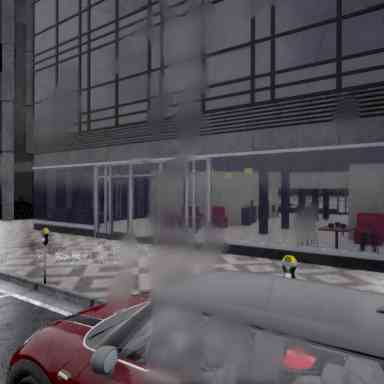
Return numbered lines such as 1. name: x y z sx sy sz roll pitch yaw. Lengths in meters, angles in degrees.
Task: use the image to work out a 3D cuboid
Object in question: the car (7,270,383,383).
1. car: 0.196 1.440 2.820 4.097 1.590 1.967 0 0 36
